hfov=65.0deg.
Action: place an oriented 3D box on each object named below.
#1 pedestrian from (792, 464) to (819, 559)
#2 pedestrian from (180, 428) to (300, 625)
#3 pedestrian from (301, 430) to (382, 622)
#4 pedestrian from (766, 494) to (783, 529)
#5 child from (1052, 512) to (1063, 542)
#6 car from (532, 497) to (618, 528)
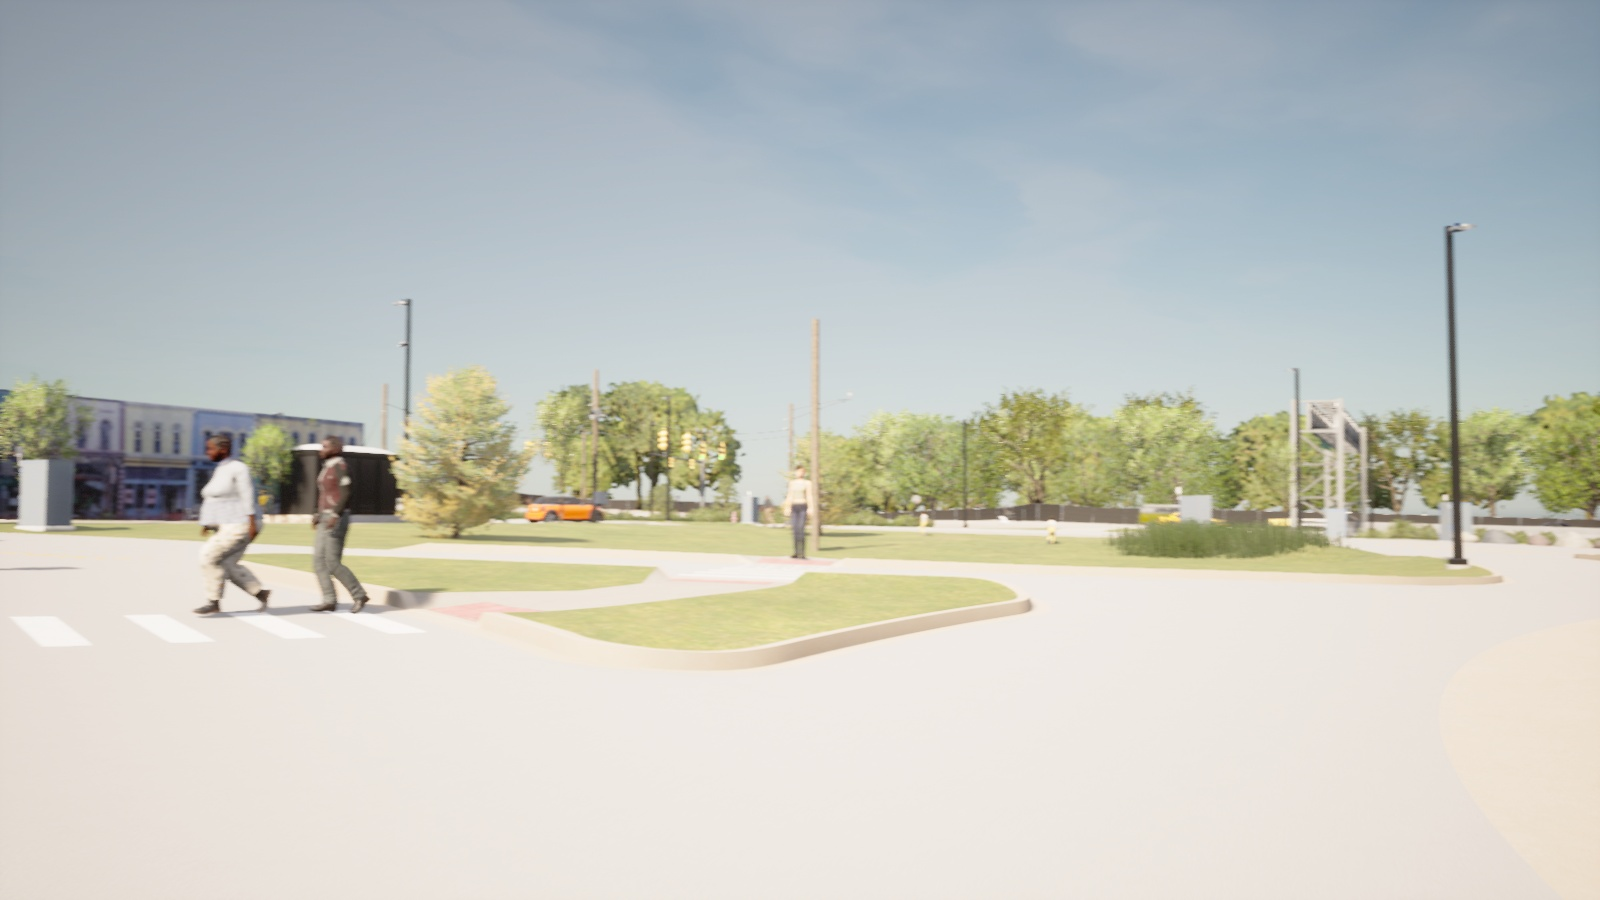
[{"bbox_3d":[0.106,1.205,24.502,0.345,1.836,0.594,-2,-4,19],"label":"pedestrian"},{"bbox_3d":[-5.566,0.750,12.478,0.900,1.855,0.874,2,-4,-35],"label":"pedestrian"},{"bbox_3d":[-4.749,0.786,13.018,0.666,1.930,0.402,2,-4,-39],"label":"pedestrian"},{"bbox_3d":[-1.378,3.314,67.714,0.694,1.848,0.540,-3,-4,38],"label":"pedestrian"},{"bbox_3d":[10.633,3.180,51.859,0.270,1.263,0.437,-2,-4,29],"label":"child"},{"bbox_3d":[-13.243,3.676,74.128,4.553,1.767,2.097,1,-3,-41],"label":"car"}]
